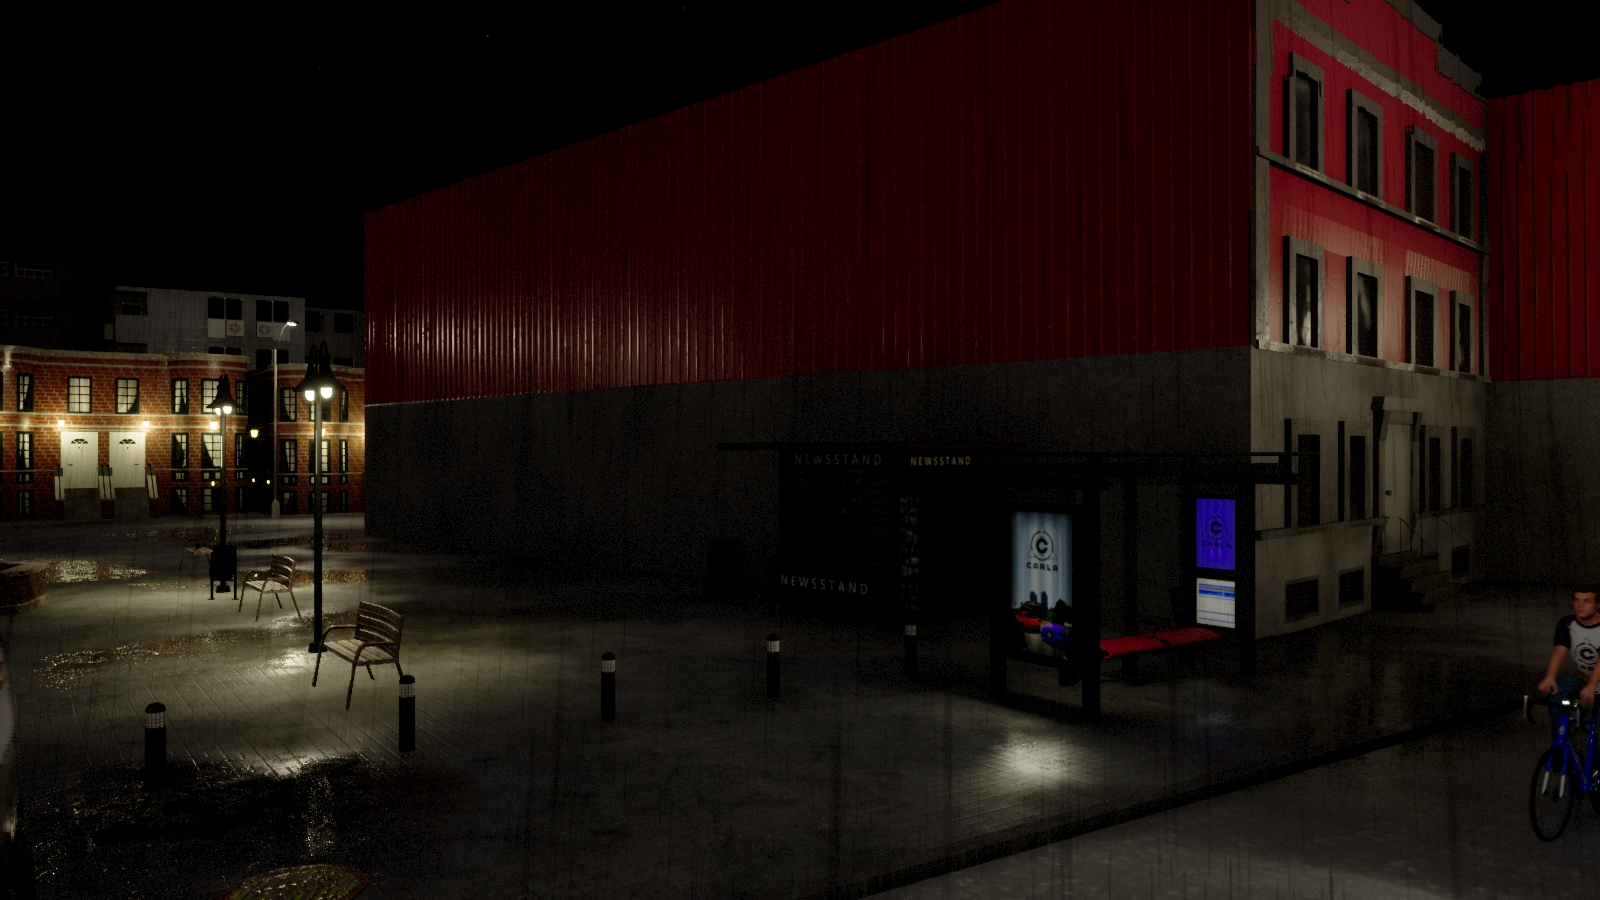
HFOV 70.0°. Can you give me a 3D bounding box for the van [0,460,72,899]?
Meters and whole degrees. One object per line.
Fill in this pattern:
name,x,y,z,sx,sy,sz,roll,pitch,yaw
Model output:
van,-4.399,1.314,1.321,5.915,2.561,1.988,0,0,-35
